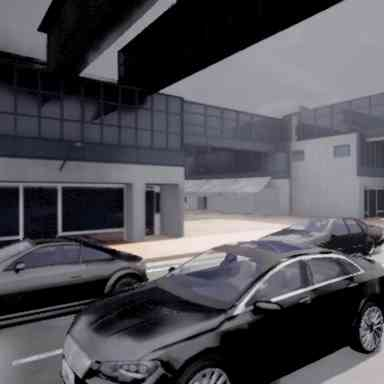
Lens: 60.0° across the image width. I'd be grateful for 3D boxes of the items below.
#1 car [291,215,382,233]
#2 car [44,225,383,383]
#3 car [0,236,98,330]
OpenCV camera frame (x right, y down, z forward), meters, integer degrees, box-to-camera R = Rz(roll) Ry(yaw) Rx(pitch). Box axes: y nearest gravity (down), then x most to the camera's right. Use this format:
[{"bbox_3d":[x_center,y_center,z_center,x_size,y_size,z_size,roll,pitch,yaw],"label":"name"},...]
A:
[{"bbox_3d":[4.651,1.542,11.592,5.357,1.411,2.033,0,0,-36],"label":"car"},{"bbox_3d":[0.841,1.490,4.566,4.902,1.511,2.128,0,0,-34],"label":"car"},{"bbox_3d":[-2.896,1.563,6.215,4.181,1.385,1.994,0,0,-35],"label":"car"}]
